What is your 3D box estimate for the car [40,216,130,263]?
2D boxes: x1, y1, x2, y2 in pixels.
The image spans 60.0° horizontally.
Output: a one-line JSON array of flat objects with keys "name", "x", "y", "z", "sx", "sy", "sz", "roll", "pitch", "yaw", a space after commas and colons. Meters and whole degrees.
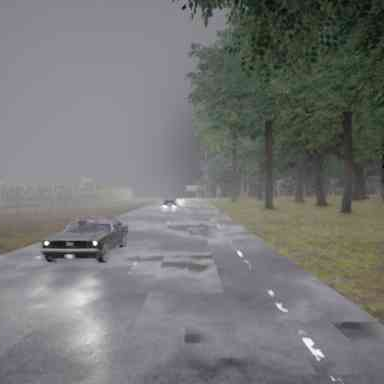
[{"name": "car", "x": -3.603, "y": 1.600, "z": 12.033, "sx": 1.895, "sy": 1.301, "sz": 4.718, "roll": 0, "pitch": 0, "yaw": 0}]

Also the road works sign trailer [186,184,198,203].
[{"name": "road works sign trailer", "x": -0.017, "y": 0.324, "z": 63.398, "sx": 2.380, "sy": 3.560, "sz": 2.880, "roll": 0, "pitch": 0, "yaw": 1}]

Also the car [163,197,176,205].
[{"name": "car", "x": -3.574, "y": 1.470, "z": 54.224, "sx": 1.895, "sy": 1.301, "sz": 4.718, "roll": 0, "pitch": 0, "yaw": 1}]
